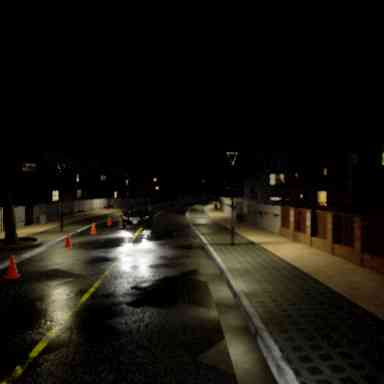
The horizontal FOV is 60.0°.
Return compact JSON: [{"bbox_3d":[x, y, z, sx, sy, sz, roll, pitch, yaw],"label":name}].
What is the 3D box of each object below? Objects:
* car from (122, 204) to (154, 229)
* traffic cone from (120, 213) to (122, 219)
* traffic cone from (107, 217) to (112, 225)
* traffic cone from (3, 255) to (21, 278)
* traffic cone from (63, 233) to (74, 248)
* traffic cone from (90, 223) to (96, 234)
[{"bbox_3d":[-3.655,1.596,22.898,2.128,1.511,4.902,0,0,-4],"label":"car"},{"bbox_3d":[-6.171,2.090,29.026,0.340,0.580,0.340,0,0,-2],"label":"traffic cone"},{"bbox_3d":[-5.948,2.071,23.967,0.340,0.580,0.340,0,0,-3],"label":"traffic cone"},{"bbox_3d":[-4.869,2.005,9.016,0.340,0.580,0.340,0,0,-3],"label":"traffic cone"},{"bbox_3d":[-5.180,2.028,13.947,0.340,0.580,0.340,0,0,-4],"label":"traffic cone"},{"bbox_3d":[-5.599,2.051,18.916,0.340,0.580,0.340,0,0,-5],"label":"traffic cone"}]
